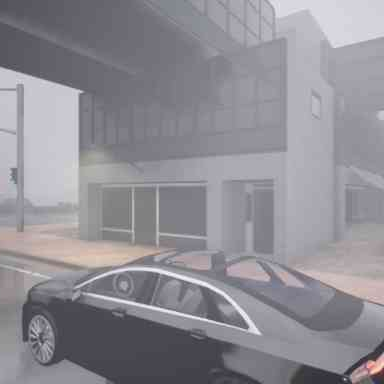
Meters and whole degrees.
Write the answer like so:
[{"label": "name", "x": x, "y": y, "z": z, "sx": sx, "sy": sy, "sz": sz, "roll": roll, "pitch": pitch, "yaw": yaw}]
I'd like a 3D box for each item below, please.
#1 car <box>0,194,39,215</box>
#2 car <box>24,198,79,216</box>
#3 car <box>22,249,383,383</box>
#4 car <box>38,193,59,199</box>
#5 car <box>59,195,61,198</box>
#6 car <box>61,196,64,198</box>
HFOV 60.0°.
[{"label": "car", "x": -17.903, "y": 1.350, "z": 32.429, "sx": 2.097, "sy": 1.767, "sz": 4.553, "roll": 0, "pitch": 0, "yaw": 36}, {"label": "car", "x": -13.405, "y": 1.599, "z": 32.655, "sx": 1.895, "sy": 1.301, "sz": 4.718, "roll": 0, "pitch": 0, "yaw": 36}, {"label": "car", "x": -0.217, "y": 1.491, "z": 4.148, "sx": 4.902, "sy": 1.511, "sz": 2.128, "roll": 0, "pitch": 0, "yaw": 35}, {"label": "car", "x": -30.588, "y": 1.149, "z": 69.404, "sx": 4.605, "sy": 1.855, "sz": 1.932, "roll": 0, "pitch": 0, "yaw": 35}, {"label": "car", "x": -28.861, "y": 1.360, "z": 71.730, "sx": 3.905, "sy": 1.438, "sz": 1.784, "roll": 0, "pitch": 0, "yaw": 35}, {"label": "car", "x": -12.565, "y": 1.475, "z": 39.660, "sx": 1.882, "sy": 1.535, "sz": 5.008, "roll": 0, "pitch": 0, "yaw": 37}]
